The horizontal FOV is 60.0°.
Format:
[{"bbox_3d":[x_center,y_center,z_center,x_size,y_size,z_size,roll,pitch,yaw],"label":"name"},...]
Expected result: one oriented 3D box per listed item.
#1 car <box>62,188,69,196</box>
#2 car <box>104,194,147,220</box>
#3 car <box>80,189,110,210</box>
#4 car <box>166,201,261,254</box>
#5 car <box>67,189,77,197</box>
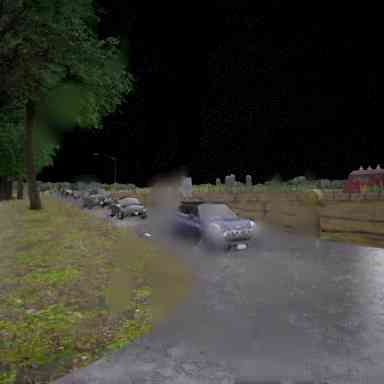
[{"bbox_3d":[-32.135,0.255,86.849,1.882,1.535,5.008,-1,1,-26],"label":"car"},{"bbox_3d":[-4.698,1.136,24.032,1.837,1.490,4.892,-1,1,-26],"label":"car"},{"bbox_3d":[-9.992,0.671,34.916,2.150,2.045,5.566,-1,2,-26],"label":"car"},{"bbox_3d":[0.670,1.182,13.009,2.097,1.767,4.553,-1,1,-26],"label":"car"},{"bbox_3d":[-16.546,0.513,48.568,2.033,1.411,5.357,-1,1,-26],"label":"car"}]
